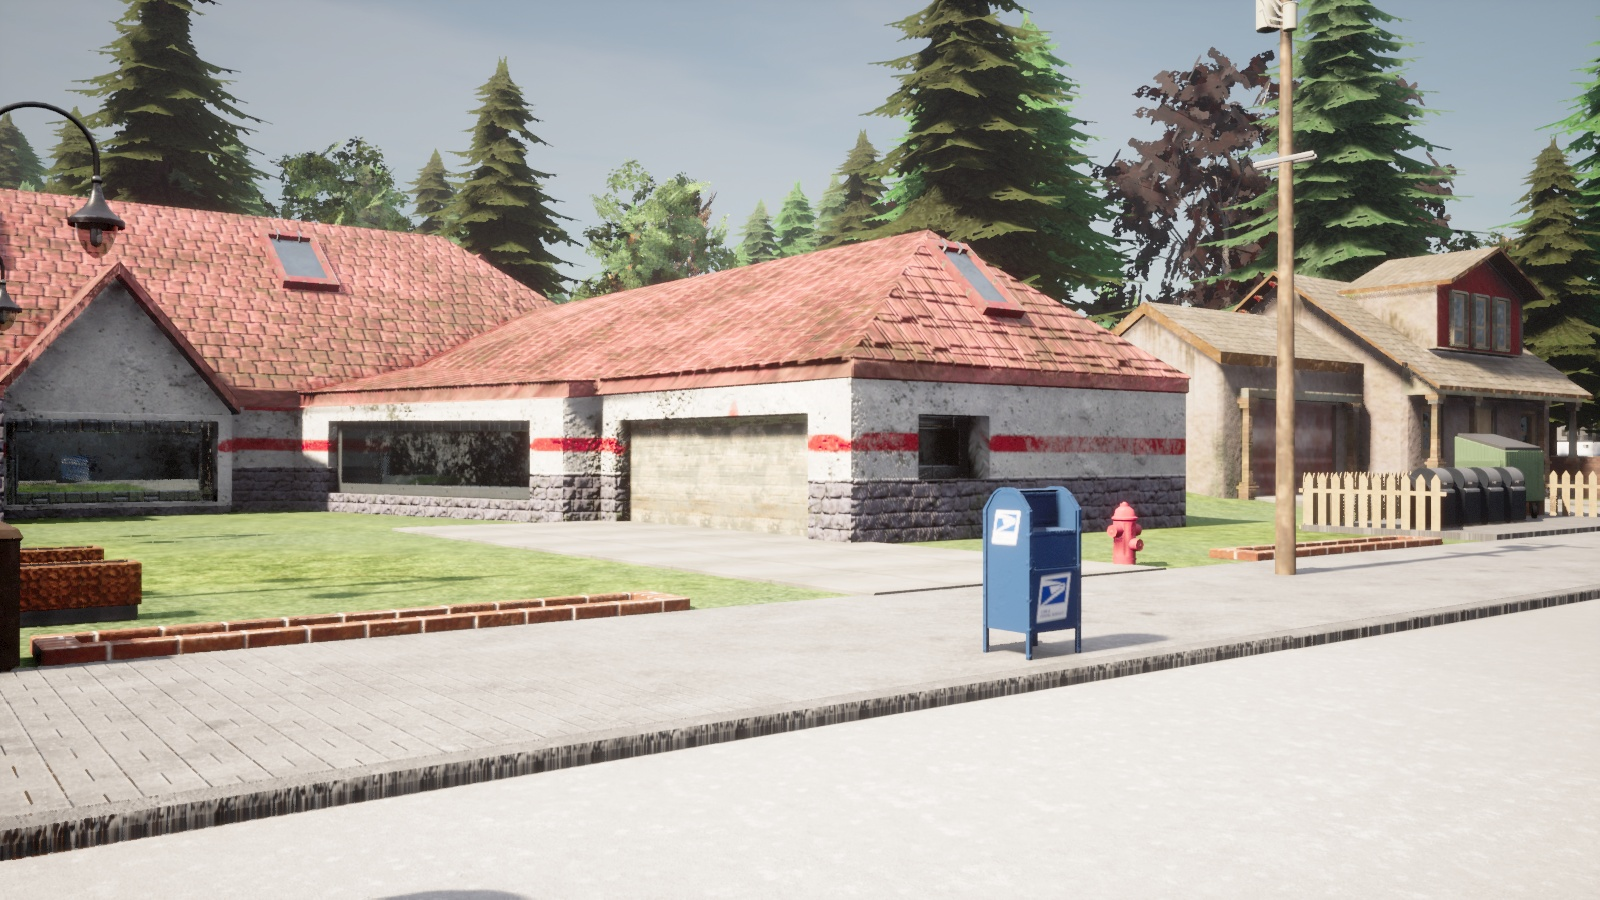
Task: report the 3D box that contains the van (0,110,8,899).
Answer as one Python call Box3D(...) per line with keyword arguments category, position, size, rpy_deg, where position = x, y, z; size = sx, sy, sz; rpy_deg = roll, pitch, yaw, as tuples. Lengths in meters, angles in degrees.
Box3D(category="van", position=(-3.677, 0.480, 1.485), size=(4.480, 2.038, 2.069), rpy_deg=(0, 0, -37))

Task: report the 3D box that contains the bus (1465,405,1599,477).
Box3D(category="bus", position=(47.493, -0.542, 77.927), size=(3.944, 4.253, 10.273), rpy_deg=(0, 0, -37))
